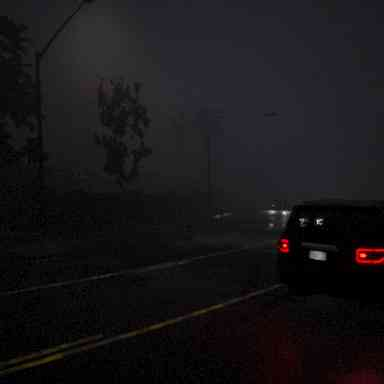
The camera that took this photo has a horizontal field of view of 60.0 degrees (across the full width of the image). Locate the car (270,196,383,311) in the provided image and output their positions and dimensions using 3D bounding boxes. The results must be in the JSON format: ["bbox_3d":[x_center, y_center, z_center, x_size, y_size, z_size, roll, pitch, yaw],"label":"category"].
[{"bbox_3d":[4.118,1.179,7.659,5.566,2.045,2.150,-1,0,-44],"label":"car"}]

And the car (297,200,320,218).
[{"bbox_3d":[10.691,1.509,30.285,1.812,1.442,4.674,-1,0,21],"label":"car"}]

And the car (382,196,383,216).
[{"bbox_3d":[17.166,1.200,27.368,2.097,1.767,4.553,-1,0,22],"label":"car"}]

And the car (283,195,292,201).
[{"bbox_3d":[23.398,1.395,81.286,2.033,1.411,5.357,-1,0,17],"label":"car"}]

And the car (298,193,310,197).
[{"bbox_3d":[23.263,1.219,69.149,2.150,2.045,5.566,-1,0,17],"label":"car"}]

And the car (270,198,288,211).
[{"bbox_3d":[11.180,1.573,42.532,1.837,1.490,4.892,-1,-1,18],"label":"car"}]
